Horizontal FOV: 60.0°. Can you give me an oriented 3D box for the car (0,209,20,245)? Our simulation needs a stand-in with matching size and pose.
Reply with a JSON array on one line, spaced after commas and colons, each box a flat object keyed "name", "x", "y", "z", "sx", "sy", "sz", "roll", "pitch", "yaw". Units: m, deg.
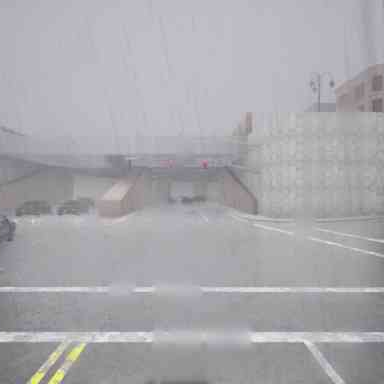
[{"name": "car", "x": -8.543, "y": 1.601, "z": 13.450, "sx": 1.895, "sy": 1.301, "sz": 4.718, "roll": 0, "pitch": 0, "yaw": -18}]

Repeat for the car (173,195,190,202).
[{"name": "car", "x": -2.338, "y": 1.524, "z": 74.669, "sx": 1.812, "sy": 1.442, "sz": 4.674, "roll": 0, "pitch": 0, "yaw": 24}]

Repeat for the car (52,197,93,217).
[{"name": "car", "x": -11.272, "y": 1.505, "z": 31.749, "sx": 1.837, "sy": 1.490, "sz": 4.892, "roll": 0, "pitch": 0, "yaw": -2}]

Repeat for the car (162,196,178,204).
[{"name": "car", "x": -4.513, "y": 1.547, "z": 64.312, "sx": 2.033, "sy": 1.411, "sz": 5.357, "roll": 0, "pitch": 0, "yaw": 5}]

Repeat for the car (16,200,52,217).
[{"name": "car", "x": -14.760, "y": 1.505, "z": 31.312, "sx": 1.837, "sy": 1.490, "sz": 4.892, "roll": 0, "pitch": 0, "yaw": -2}]

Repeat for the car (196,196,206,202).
[{"name": "car", "x": 1.530, "y": 1.524, "z": 74.797, "sx": 1.812, "sy": 1.442, "sz": 4.674, "roll": 0, "pitch": 0, "yaw": 28}]

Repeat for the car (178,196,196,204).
[{"name": "car", "x": -0.983, "y": 1.547, "z": 64.811, "sx": 2.033, "sy": 1.411, "sz": 5.357, "roll": 0, "pitch": 0, "yaw": 4}]
